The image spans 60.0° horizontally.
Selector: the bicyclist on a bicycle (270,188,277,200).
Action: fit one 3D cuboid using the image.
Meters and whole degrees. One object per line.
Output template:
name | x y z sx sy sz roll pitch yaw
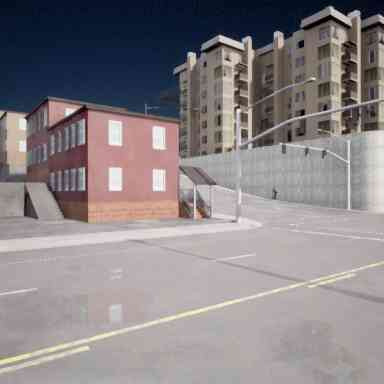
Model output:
bicyclist on a bicycle | 11.200 0.300 45.389 1.656 1.620 0.582 0 6 -35
